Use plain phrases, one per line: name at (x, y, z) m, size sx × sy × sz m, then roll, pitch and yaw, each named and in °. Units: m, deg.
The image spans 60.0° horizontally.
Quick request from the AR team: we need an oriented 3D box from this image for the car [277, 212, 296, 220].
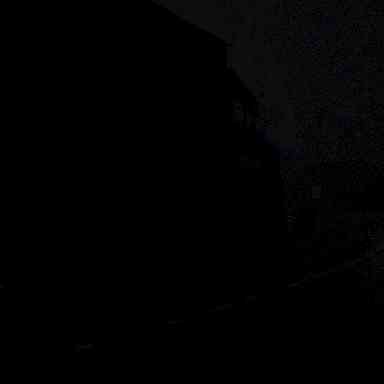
car at (18.941, 4.799, 66.942) m, size 1.882 × 1.535 × 5.008 m, roll -2°, pitch -4°, yaw -16°
